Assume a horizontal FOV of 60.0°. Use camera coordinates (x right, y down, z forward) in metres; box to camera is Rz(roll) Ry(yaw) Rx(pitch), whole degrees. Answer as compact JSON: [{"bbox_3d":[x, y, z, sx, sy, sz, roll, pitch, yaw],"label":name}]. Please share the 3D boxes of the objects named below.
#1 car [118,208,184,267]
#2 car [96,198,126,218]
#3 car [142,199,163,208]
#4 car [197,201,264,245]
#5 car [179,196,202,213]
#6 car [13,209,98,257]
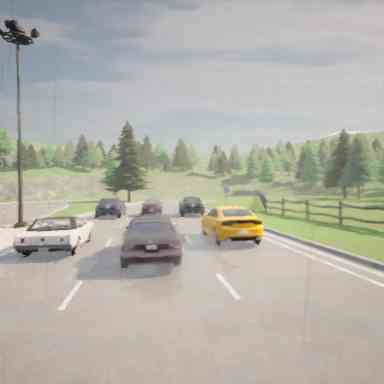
[{"bbox_3d":[-1.386,1.499,11.304,2.033,1.411,5.357,-1,0,-7],"label":"car"},{"bbox_3d":[-7.027,1.275,29.114,2.097,1.767,4.553,-1,0,-5],"label":"car"},{"bbox_3d":[-3.668,1.394,30.906,1.812,1.442,4.674,-1,0,-5],"label":"car"},{"bbox_3d":[1.654,1.367,15.041,1.882,1.535,5.008,-1,0,-7],"label":"car"},{"bbox_3d":[-0.092,1.176,30.070,2.097,1.767,4.553,-1,0,-5],"label":"car"},{"bbox_3d":[-5.145,1.593,13.085,1.895,1.301,4.718,-1,0,-7],"label":"car"}]
